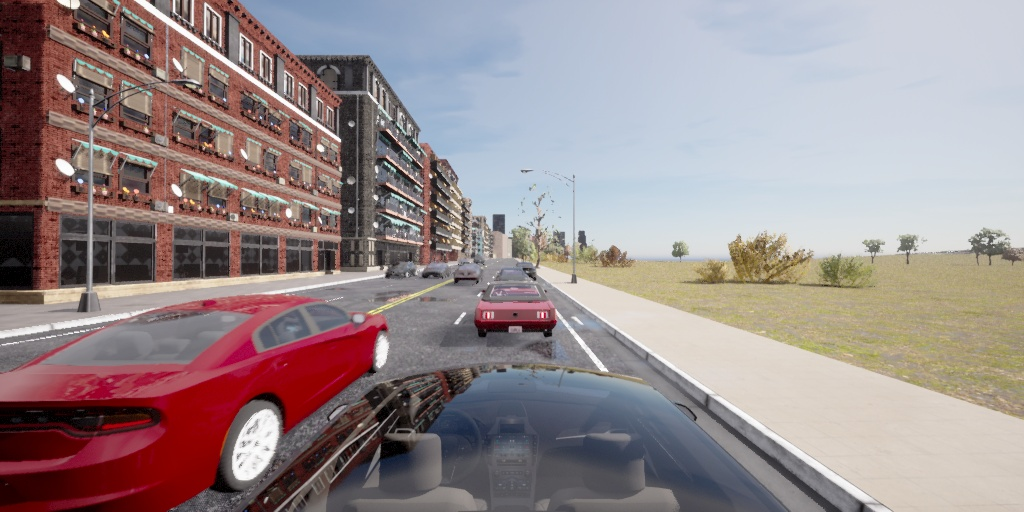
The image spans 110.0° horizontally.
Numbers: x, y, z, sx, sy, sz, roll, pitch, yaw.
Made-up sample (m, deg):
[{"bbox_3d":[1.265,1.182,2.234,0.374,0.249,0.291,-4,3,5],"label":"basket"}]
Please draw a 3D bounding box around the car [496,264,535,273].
[{"bbox_3d":[0.031,1.317,20.259,1.994,1.385,4.181,0,0,0],"label":"car"}]

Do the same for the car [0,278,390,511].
[{"bbox_3d":[-3.160,1.228,4.557,1.882,1.535,5.008,0,0,0],"label":"car"}]

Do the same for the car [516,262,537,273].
[{"bbox_3d":[1.044,1.259,30.254,1.837,1.490,4.892,0,0,0],"label":"car"}]

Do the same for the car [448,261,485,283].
[{"bbox_3d":[-3.243,1.301,27.494,2.033,1.411,5.357,0,0,0],"label":"car"}]

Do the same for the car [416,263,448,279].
[{"bbox_3d":[-6.701,1.301,32.374,2.033,1.411,5.357,0,0,0],"label":"car"}]

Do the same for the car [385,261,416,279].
[{"bbox_3d":[-9.952,1.258,32.502,1.837,1.490,4.892,0,0,0],"label":"car"}]

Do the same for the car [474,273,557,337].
[{"bbox_3d":[0.073,1.352,10.229,1.895,1.301,4.718,0,0,0],"label":"car"}]
